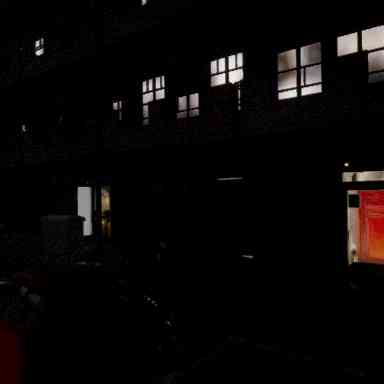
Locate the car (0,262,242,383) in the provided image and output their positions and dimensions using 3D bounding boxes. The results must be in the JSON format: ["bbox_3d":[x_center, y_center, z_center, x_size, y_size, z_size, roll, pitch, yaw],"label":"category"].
[{"bbox_3d":[-1.608,1.543,4.039,4.507,1.381,1.887,0,-1,36],"label":"car"}]
